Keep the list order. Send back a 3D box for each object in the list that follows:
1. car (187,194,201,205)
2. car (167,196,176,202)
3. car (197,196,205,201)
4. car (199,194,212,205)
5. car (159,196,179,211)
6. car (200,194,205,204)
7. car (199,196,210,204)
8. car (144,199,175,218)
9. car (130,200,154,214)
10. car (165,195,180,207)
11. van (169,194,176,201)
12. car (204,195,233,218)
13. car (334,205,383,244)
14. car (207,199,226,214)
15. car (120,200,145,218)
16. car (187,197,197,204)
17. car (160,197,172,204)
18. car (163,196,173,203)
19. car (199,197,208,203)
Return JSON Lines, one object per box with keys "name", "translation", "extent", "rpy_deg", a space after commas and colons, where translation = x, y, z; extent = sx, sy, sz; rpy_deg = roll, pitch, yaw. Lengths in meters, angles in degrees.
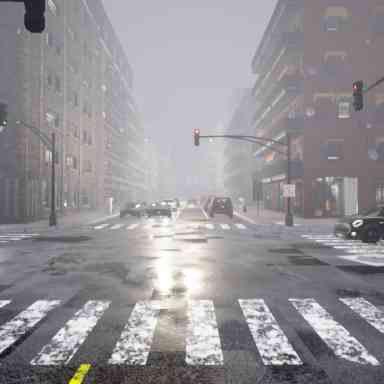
{"name": "car", "translation": [0.070, 1.565, 60.181], "extent": [2.128, 1.511, 4.902], "rpy_deg": [0, 0, 0]}
{"name": "car", "translation": [-5.348, 1.764, 85.793], "extent": [2.008, 1.369, 4.403], "rpy_deg": [1, 0, 0]}
{"name": "car", "translation": [2.530, 1.813, 91.393], "extent": [1.947, 1.339, 4.313], "rpy_deg": [1, 0, 0]}
{"name": "car", "translation": [2.548, 1.402, 63.578], "extent": [2.192, 1.841, 5.009], "rpy_deg": [1, 0, 0]}
{"name": "car", "translation": [-2.847, 1.545, 40.294], "extent": [1.812, 1.442, 4.674], "rpy_deg": [0, 0, 0]}
{"name": "car", "translation": [2.563, 1.336, 41.344], "extent": [2.192, 1.841, 5.009], "rpy_deg": [1, 0, 0]}
{"name": "car", "translation": [2.543, 1.556, 69.142], "extent": [1.967, 1.590, 4.097], "rpy_deg": [1, 0, 0]}
{"name": "car", "translation": [-2.858, 1.575, 30.404], "extent": [1.994, 1.385, 4.181], "rpy_deg": [0, 0, 0]}
{"name": "car", "translation": [-5.317, 1.580, 35.731], "extent": [1.947, 1.339, 4.313], "rpy_deg": [1, 0, 0]}
{"name": "car", "translation": [-2.784, 1.565, 50.495], "extent": [1.812, 1.442, 4.674], "rpy_deg": [0, 0, 0]}
{"name": "van", "translation": [-5.347, 1.588, 91.358], "extent": [1.690, 1.788, 3.998], "rpy_deg": [1, 0, 0]}
{"name": "car", "translation": [2.570, 1.326, 30.220], "extent": [2.192, 1.841, 5.009], "rpy_deg": [1, 0, 0]}
{"name": "car", "translation": [8.940, 1.358, 15.145], "extent": [4.553, 1.767, 2.097], "rpy_deg": [0, -1, -3]}
{"name": "car", "translation": [2.563, 1.540, 35.949], "extent": [1.752, 1.417, 4.829], "rpy_deg": [1, 0, 0]}
{"name": "car", "translation": [-5.314, 1.577, 30.169], "extent": [1.947, 1.339, 4.313], "rpy_deg": [1, 0, 0]}
{"name": "car", "translation": [0.027, 1.685, 70.415], "extent": [1.994, 1.385, 4.181], "rpy_deg": [0, 0, 0]}
{"name": "car", "translation": [-5.338, 1.667, 69.102], "extent": [2.008, 1.369, 4.403], "rpy_deg": [1, 0, 0]}
{"name": "car", "translation": [-5.341, 1.671, 74.494], "extent": [1.752, 1.417, 4.829], "rpy_deg": [1, 0, 0]}
{"name": "car", "translation": [2.538, 1.728, 74.702], "extent": [1.802, 1.307, 4.206], "rpy_deg": [1, 0, 0]}
